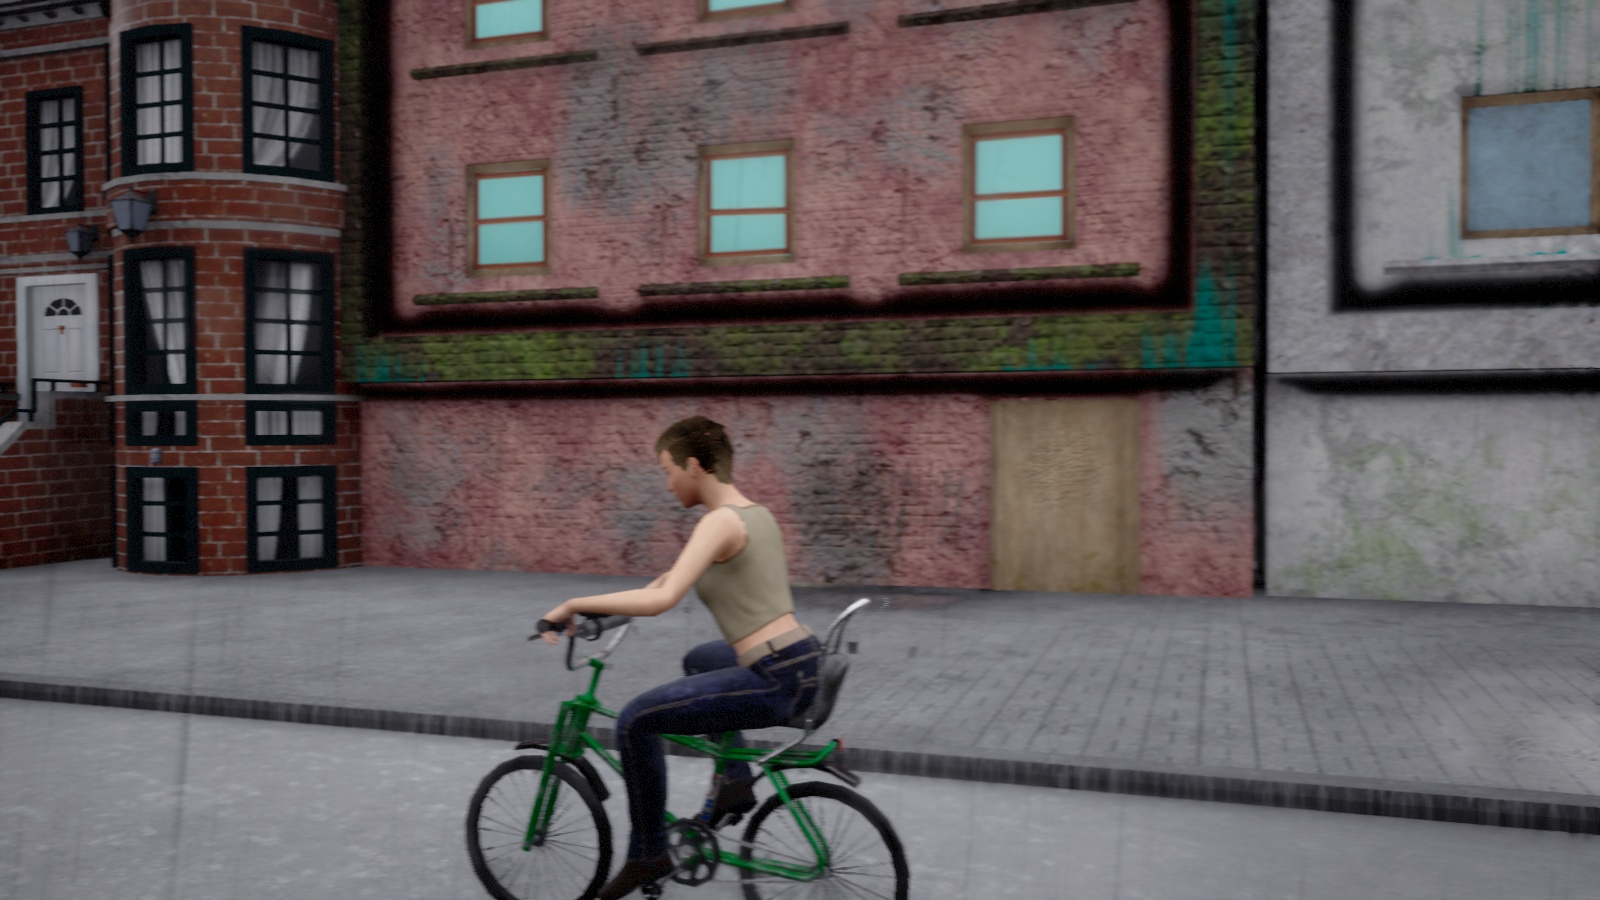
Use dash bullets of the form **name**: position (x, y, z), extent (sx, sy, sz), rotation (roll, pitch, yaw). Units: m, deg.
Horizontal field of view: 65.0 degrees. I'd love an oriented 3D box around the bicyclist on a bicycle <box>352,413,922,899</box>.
- **bicyclist on a bicycle**: position (-0.467, 0.699, 3.871), extent (1.509, 1.612, 0.866), rotation (1, 1, 19)
